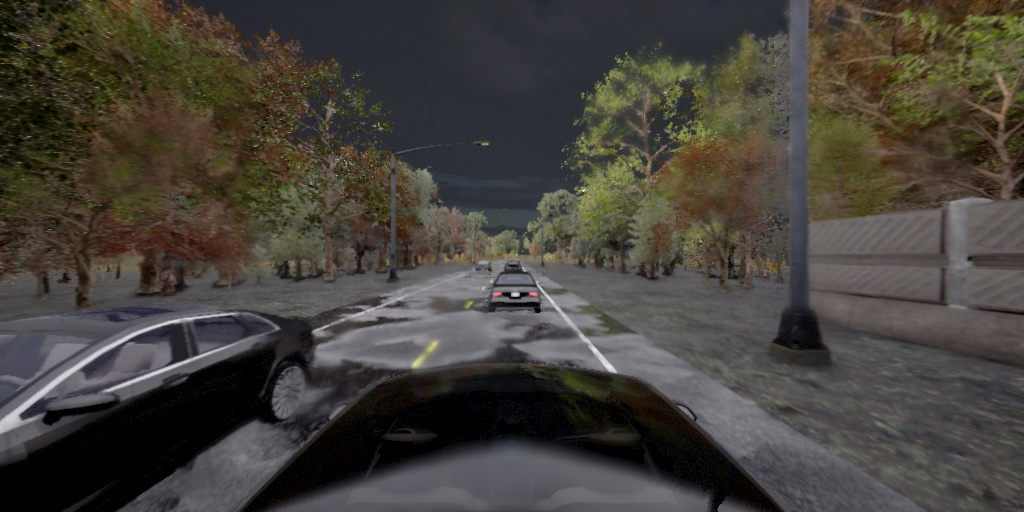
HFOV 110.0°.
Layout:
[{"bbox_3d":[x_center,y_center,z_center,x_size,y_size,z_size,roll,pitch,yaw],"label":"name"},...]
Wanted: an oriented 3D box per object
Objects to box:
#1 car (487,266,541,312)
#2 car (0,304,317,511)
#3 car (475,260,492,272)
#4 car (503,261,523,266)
[{"bbox_3d":[0.109,1.302,14.143,2.033,1.411,5.357,0,0,0],"label":"car"},{"bbox_3d":[-3.598,1.241,2.951,2.128,1.511,4.902,0,0,0],"label":"car"},{"bbox_3d":[-3.544,1.263,45.603,1.812,1.442,4.674,0,0,0],"label":"car"},{"bbox_3d":[0.127,1.250,37.862,1.837,1.490,4.892,0,0,0],"label":"car"}]
